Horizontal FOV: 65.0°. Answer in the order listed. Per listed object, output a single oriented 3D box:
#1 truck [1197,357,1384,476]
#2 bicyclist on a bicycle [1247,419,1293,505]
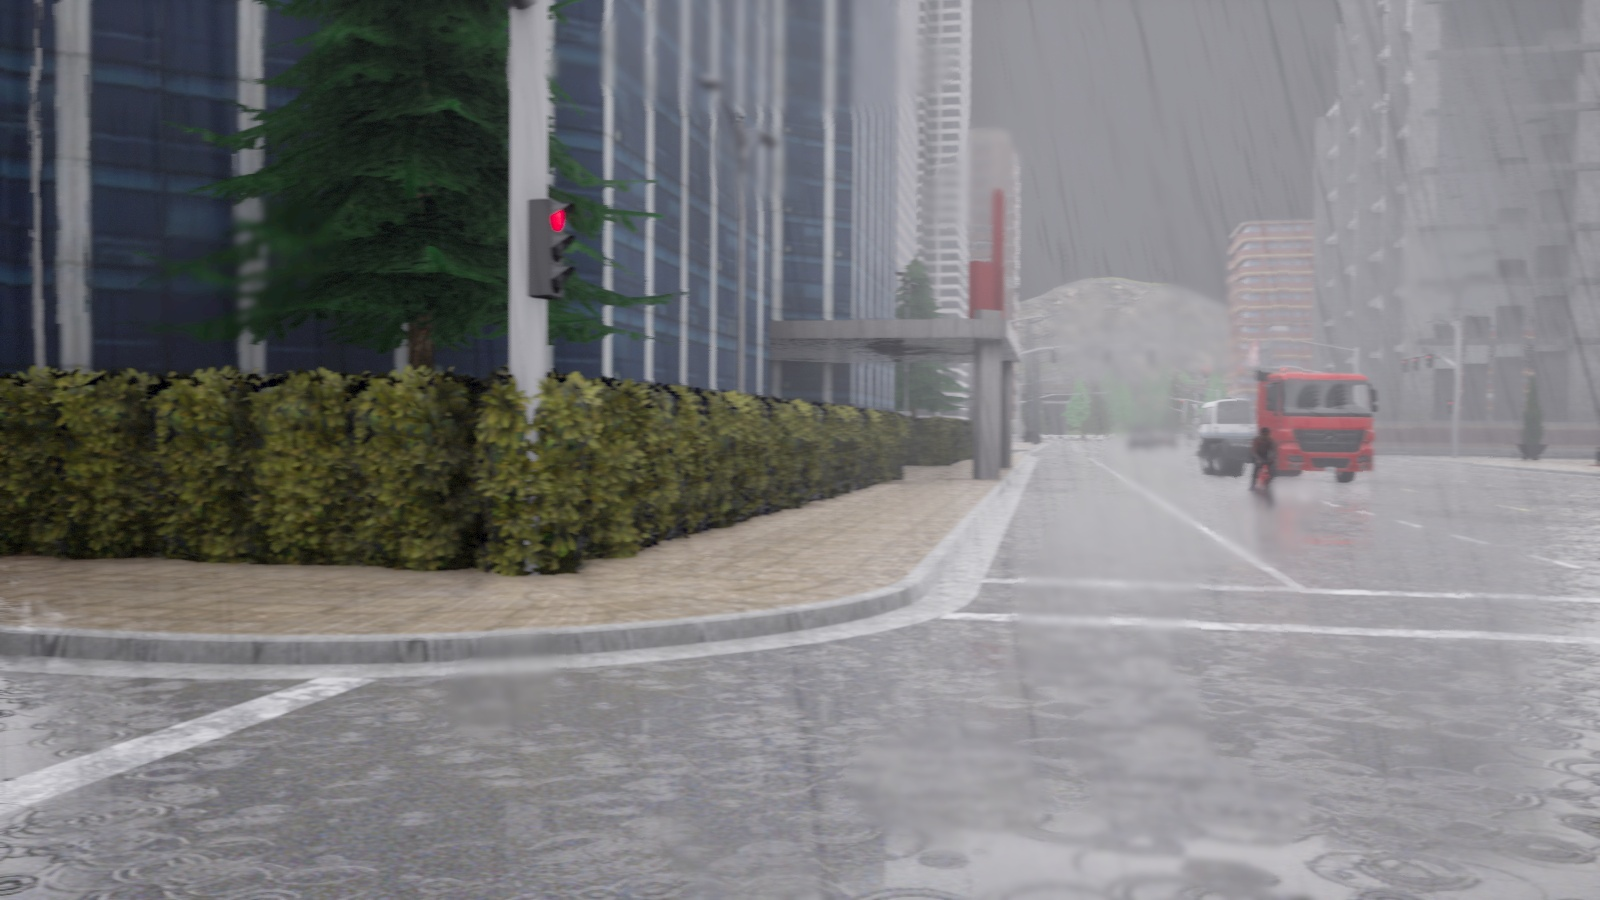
[{"bbox_3d":[15.668,-1.042,40.847,2.891,3.462,7.936,0,1,-1],"label":"truck"},{"bbox_3d":[9.134,0.213,24.457,0.582,1.620,1.656,0,1,11],"label":"bicyclist on a bicycle"}]
